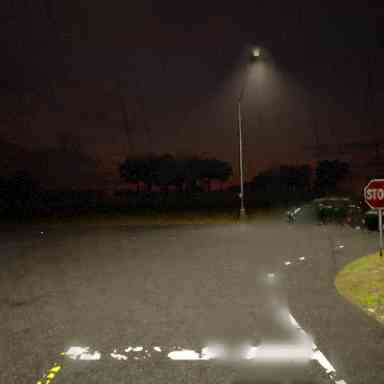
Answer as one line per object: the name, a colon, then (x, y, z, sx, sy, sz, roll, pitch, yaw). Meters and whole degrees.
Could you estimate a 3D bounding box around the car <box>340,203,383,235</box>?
car: (9.519, 1.188, 14.760, 4.718, 1.301, 1.895, -3, -2, -1)

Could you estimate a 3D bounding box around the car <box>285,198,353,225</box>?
car: (8.499, 1.198, 21.770, 4.553, 1.767, 2.097, -1, -2, -1)
